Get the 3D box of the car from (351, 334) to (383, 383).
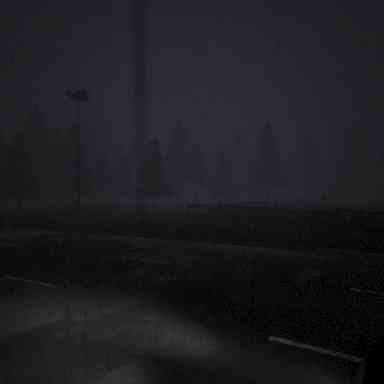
[{"bbox_3d":[3.344,1.593,1.600,4.718,1.301,1.895,0,0,36],"label":"car"}]
